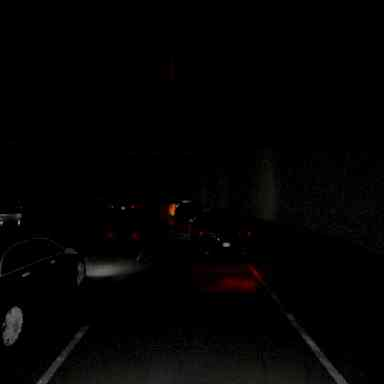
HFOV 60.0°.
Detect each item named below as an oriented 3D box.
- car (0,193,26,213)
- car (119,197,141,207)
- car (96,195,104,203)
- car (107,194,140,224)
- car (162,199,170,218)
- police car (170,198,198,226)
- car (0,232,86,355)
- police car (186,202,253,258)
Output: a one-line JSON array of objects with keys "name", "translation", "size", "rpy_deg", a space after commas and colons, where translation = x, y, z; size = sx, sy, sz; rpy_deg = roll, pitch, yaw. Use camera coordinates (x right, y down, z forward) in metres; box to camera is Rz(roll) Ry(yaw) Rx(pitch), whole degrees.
[{"name": "car", "translation": [-19.163, 1.156, 35.979], "size": [2.150, 2.045, 5.566], "rpy_deg": [0, 0, -20]}, {"name": "car", "translation": [-9.198, 1.507, 49.077], "size": [1.895, 1.301, 4.718], "rpy_deg": [0, 0, -26]}, {"name": "car", "translation": [-18.836, 1.359, 63.933], "size": [5.008, 1.535, 1.882], "rpy_deg": [0, 0, 42]}, {"name": "car", "translation": [-5.069, 1.174, 24.813], "size": [2.150, 2.045, 5.566], "rpy_deg": [0, 0, -10]}, {"name": "car", "translation": [-1.368, 1.295, 29.560], "size": [2.097, 1.767, 4.553], "rpy_deg": [0, 0, -13]}, {"name": "police car", "translation": [-0.169, 1.381, 23.397], "size": [1.930, 1.638, 5.238], "rpy_deg": [0, 0, -9]}, {"name": "car", "translation": [-3.422, 1.493, 6.030], "size": [1.837, 1.490, 4.892], "rpy_deg": [0, 0, -1]}, {"name": "police car", "translation": [0.939, 1.401, 12.759], "size": [1.930, 1.638, 5.238], "rpy_deg": [0, 0, -3]}]
